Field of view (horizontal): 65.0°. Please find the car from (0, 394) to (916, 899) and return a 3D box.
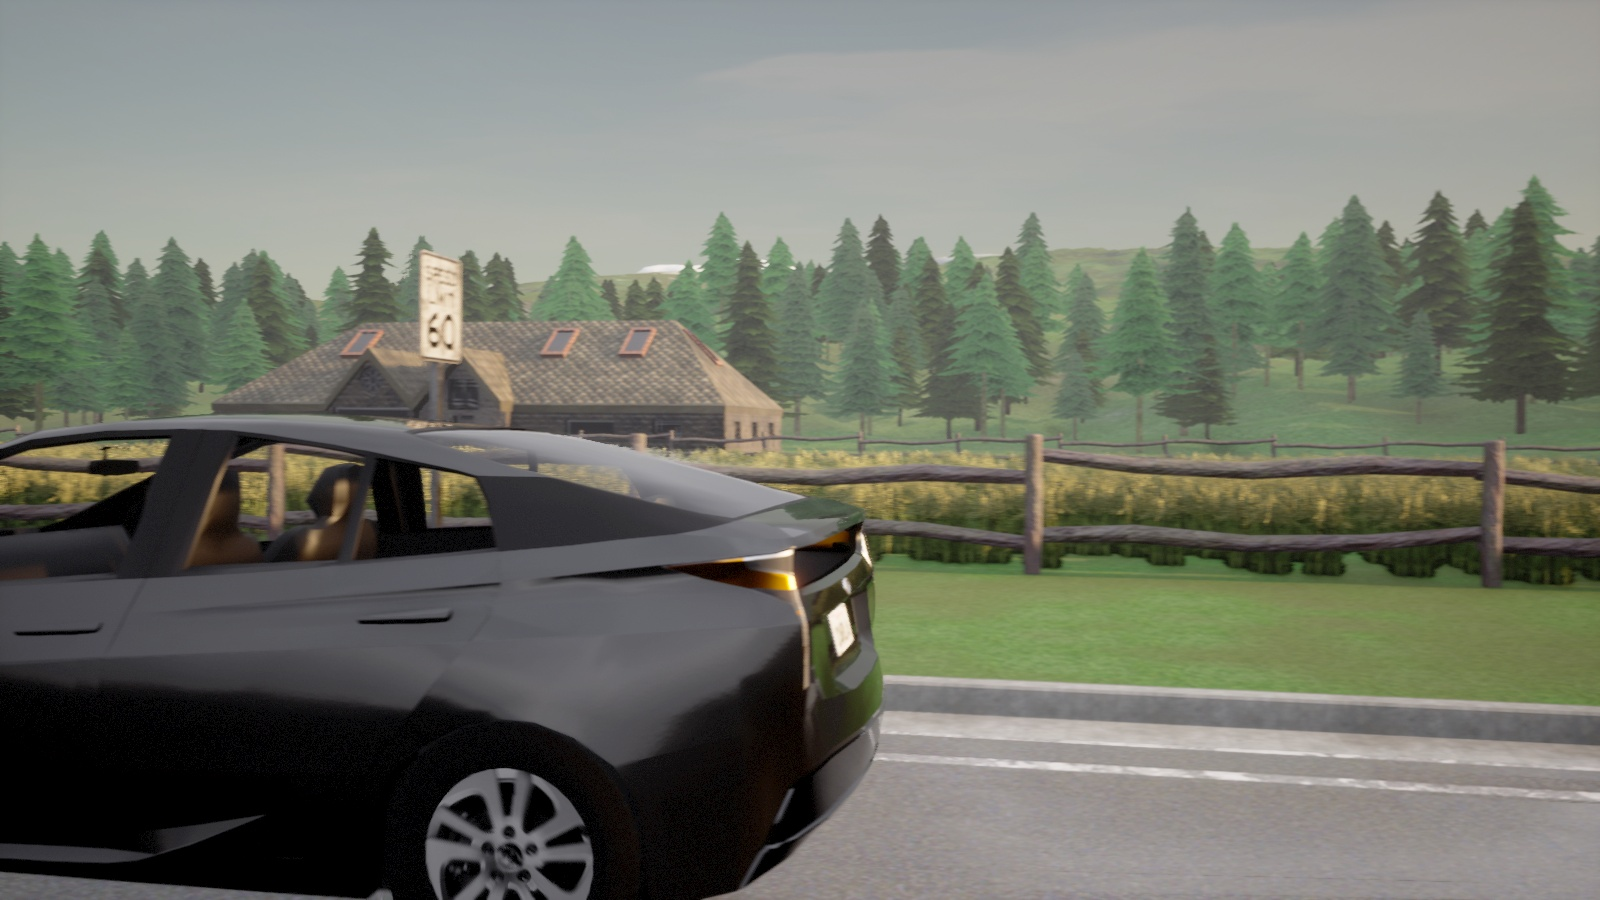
[{"bbox_3d":[-1.960,0.631,4.332,4.514,1.525,2.007,0,1,11],"label":"car"}]
